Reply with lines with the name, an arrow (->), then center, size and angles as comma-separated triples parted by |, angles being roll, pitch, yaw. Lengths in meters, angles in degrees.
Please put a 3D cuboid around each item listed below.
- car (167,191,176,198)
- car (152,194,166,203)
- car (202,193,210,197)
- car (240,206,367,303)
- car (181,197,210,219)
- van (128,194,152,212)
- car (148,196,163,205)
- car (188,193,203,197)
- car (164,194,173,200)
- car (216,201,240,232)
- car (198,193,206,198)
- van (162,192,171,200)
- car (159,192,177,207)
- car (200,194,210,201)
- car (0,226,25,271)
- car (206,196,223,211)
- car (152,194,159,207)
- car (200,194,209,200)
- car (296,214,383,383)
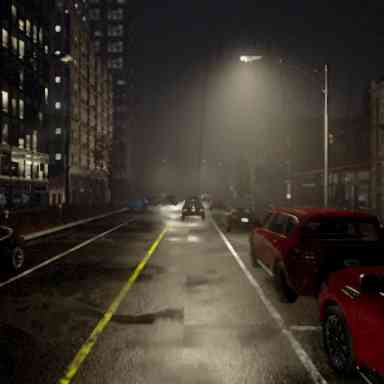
car -> -5.689, 0.792, 91.051 | 2.192, 1.841, 5.009 | 0, 0, 0
car -> -5.688, 1.094, 57.830 | 1.967, 1.590, 4.097 | 0, 0, 0
car -> 2.693, 1.063, 63.365 | 1.967, 1.590, 4.097 | 0, 0, 0
car -> 2.694, 1.264, 7.995 | 2.192, 1.841, 5.009 | 0, 0, 0
car -> 0.101, 1.378, 27.082 | 2.033, 1.411, 5.357 | 0, 0, 0
van -> -5.688, 1.120, 35.682 | 1.690, 1.788, 3.998 | 0, 0, 0
car -> -5.688, 1.266, 52.294 | 1.802, 1.307, 4.206 | 0, 0, 0
car -> 0.100, 1.235, 44.089 | 1.837, 1.490, 4.892 | 0, 0, 0
car -> -5.689, 1.079, 79.978 | 1.887, 1.381, 4.507 | 0, 0, 0
car -> 2.692, 1.445, 19.070 | 1.947, 1.339, 4.313 | 0, 0, 0
car -> 2.691, 1.043, 91.051 | 1.947, 1.339, 4.313 | 0, 0, 0
van -> -5.689, 0.904, 74.440 | 1.690, 1.788, 3.998 | 0, 0, 0
car -> -3.047, 1.199, 45.704 | 1.882, 1.535, 5.008 | 0, 0, 1
car -> 2.692, 1.174, 68.903 | 1.802, 1.307, 4.206 | 0, 0, 0
car -> -5.687, 1.515, 7.999 | 1.947, 1.339, 4.313 | 0, 0, 0
car -> 2.692, 1.361, 35.681 | 1.802, 1.307, 4.206 | 0, 0, 0
car -> -5.688, 1.242, 46.587 | 1.752, 1.417, 4.829 | 0, 0, 0
car -> 2.692, 1.108, 74.440 | 1.887, 1.381, 4.507 | 0, 0, 0
car -> 2.694, 1.299, 2.459 | 2.192, 1.841, 5.009 | 0, 0, 0
